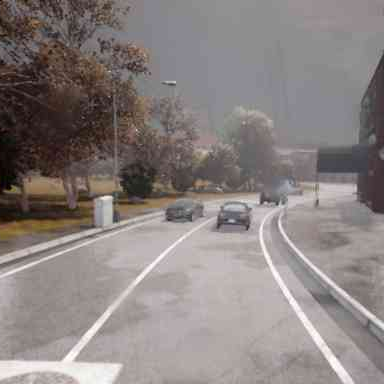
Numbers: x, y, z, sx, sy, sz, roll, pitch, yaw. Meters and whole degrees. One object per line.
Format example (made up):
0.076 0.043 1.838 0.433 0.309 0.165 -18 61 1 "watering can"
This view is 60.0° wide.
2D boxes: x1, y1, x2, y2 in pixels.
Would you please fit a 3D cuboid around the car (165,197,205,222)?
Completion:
-0.389 1.154 23.035 1.837 1.490 4.892 1 2 15 "car"

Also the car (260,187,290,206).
9.686 0.481 39.609 2.150 2.045 5.566 3 3 26 "car"

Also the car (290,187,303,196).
18.469 -0.103 60.094 1.882 1.535 5.008 4 4 38 "car"

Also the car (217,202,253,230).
2.601 1.316 19.823 1.812 1.442 4.674 1 1 12 "car"
